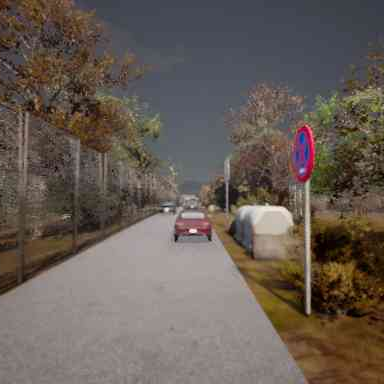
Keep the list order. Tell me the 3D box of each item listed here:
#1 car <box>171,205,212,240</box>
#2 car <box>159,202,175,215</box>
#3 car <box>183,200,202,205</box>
[{"bbox_3d":[0.043,1.610,17.282,1.812,1.442,4.674,0,-1,0],"label":"car"},{"bbox_3d":[-2.887,1.929,40.709,2.128,1.511,4.902,0,-1,0],"label":"car"},{"bbox_3d":[0.053,1.761,39.386,2.097,1.767,4.553,0,-1,0],"label":"car"}]
